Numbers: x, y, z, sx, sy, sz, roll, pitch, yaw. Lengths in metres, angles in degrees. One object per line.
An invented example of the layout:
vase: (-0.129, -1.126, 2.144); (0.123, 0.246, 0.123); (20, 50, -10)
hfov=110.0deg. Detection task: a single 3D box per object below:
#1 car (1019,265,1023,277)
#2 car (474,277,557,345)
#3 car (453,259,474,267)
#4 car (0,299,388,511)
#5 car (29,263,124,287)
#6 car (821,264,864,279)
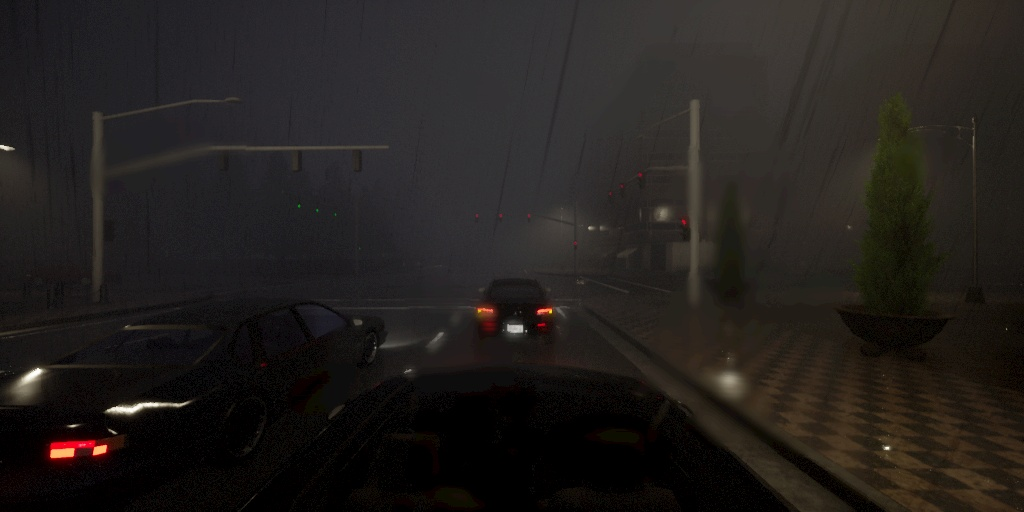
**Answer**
car: (49.319, 1.105, 32.150); (5.566, 2.045, 2.150); (0, 0, 0)
car: (0.077, 1.269, 9.366); (1.812, 1.442, 4.674); (0, 0, 0)
car: (-8.484, 1.274, 62.957); (1.994, 1.385, 4.181); (0, 1, 26)
car: (-3.437, 1.295, 4.813); (2.033, 1.411, 5.357); (0, 0, 0)
car: (-29.661, 1.263, 24.519); (5.008, 1.535, 1.882); (0, 0, 0)
car: (30.729, 1.379, 32.122); (4.718, 1.301, 1.895); (0, 0, 0)
